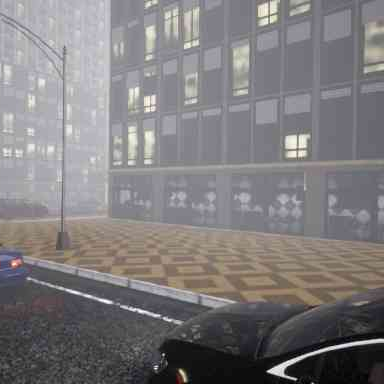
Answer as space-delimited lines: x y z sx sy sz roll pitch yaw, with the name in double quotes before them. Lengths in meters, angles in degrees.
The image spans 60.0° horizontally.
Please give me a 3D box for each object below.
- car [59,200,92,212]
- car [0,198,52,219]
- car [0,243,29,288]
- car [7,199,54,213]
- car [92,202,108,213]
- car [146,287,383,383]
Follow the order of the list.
"car" -14.317 1.752 43.007 2.033 1.411 5.357 1 0 37
"car" -16.049 1.519 30.957 2.192 1.841 5.009 1 0 37
"car" -6.096 1.543 8.051 5.357 1.411 2.033 0 0 36
"car" -19.529 1.642 40.339 1.752 1.417 4.829 1 0 37
"car" -9.234 1.829 40.156 1.752 1.417 4.829 1 0 37
"car" 1.825 1.505 2.381 4.892 1.490 1.837 0 0 35
